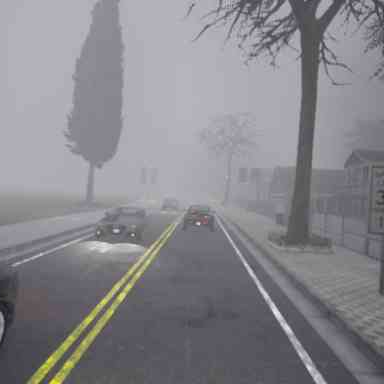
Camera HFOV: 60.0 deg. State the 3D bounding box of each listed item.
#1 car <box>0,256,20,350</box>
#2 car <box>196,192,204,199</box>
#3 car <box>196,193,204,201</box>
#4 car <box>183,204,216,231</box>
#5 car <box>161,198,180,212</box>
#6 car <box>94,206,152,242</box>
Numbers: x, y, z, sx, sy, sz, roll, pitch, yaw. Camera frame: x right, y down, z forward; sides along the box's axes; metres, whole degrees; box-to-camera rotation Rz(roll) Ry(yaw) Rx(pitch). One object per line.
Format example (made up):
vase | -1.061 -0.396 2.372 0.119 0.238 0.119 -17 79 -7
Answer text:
car | -3.366 1.300 2.746 1.837 1.490 4.892 4 0 1
car | 2.335 1.102 94.100 2.097 1.767 4.553 4 1 1
car | 2.059 1.471 84.153 1.895 1.301 4.718 4 1 1
car | 0.451 1.559 21.370 1.837 1.490 4.892 4 0 1
car | -2.370 1.406 38.149 2.033 1.411 5.357 4 0 2
car | -3.043 1.389 15.548 1.994 1.385 4.181 4 0 1
